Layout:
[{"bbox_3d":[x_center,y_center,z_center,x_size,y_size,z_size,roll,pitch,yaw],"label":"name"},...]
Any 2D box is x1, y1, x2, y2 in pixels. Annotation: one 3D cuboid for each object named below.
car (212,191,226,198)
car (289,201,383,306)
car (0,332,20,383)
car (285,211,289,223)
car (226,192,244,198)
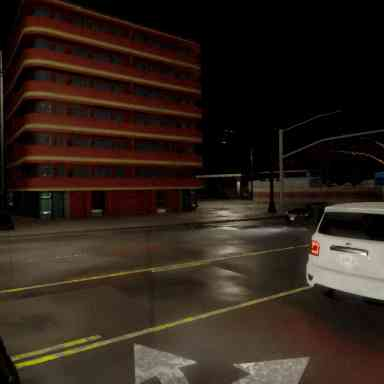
[{"bbox_3d":[7.474,0.671,89.351,4.611,1.667,2.242,-1,1,-35],"label":"car"},{"bbox_3d":[4.816,1.217,7.161,5.566,2.045,2.150,0,0,-35],"label":"car"},{"bbox_3d":[-3.682,1.222,1.126,5.566,2.045,2.150,0,0,-35],"label":"car"},{"bbox_3d":[8.435,1.439,22.740,4.902,1.511,2.128,0,0,-35],"label":"car"},{"bbox_3d":[11.440,0.817,85.124,3.806,1.475,1.970,-1,1,-35],"label":"car"}]
